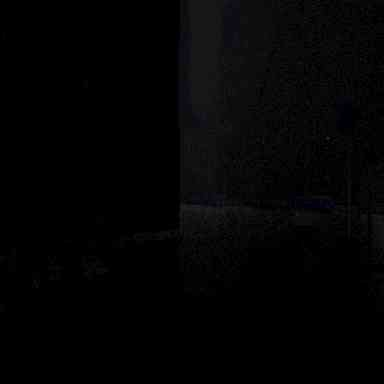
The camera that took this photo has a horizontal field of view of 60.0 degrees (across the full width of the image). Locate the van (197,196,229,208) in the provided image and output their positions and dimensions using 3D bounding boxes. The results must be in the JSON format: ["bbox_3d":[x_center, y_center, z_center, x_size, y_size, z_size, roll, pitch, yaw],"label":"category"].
[{"bbox_3d":[2.891,1.406,47.488,1.690,1.788,3.998,1,-1,-36],"label":"van"}]

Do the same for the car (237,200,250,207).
[{"bbox_3d":[9.841,1.762,52.462,1.887,1.381,4.507,1,-1,-36],"label":"car"}]

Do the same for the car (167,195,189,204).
[{"bbox_3d":[-3.061,1.617,70.407,2.192,1.841,5.009,1,-1,-36],"label":"car"}]

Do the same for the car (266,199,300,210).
[{"bbox_3d":[13.068,1.741,47.976,1.887,1.381,4.507,1,-1,-36],"label":"car"}]

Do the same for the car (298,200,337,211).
[{"bbox_3d":[16.294,1.720,43.491,1.887,1.381,4.507,1,-1,-36],"label":"car"}]

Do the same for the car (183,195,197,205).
[{"bbox_3d":[0.163,1.826,65.919,1.887,1.381,4.507,1,-1,-36],"label":"car"}]

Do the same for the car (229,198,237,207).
[{"bbox_3d":[6.516,1.764,57.085,1.752,1.417,4.829,1,-1,-36],"label":"car"}]

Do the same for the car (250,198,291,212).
[{"bbox_3d":[9.338,1.568,38.513,1.887,1.381,4.507,1,-1,-36],"label":"car"}]

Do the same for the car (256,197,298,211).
[{"bbox_3d":[10.562,1.492,41.573,1.882,1.535,5.008,1,-1,-36],"label":"car"}]

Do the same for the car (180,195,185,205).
[{"bbox_3d":[-3.560,1.689,56.458,1.802,1.307,4.206,1,-1,-36],"label":"car"}]

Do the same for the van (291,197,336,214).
[{"bbox_3d":[12.564,1.344,34.029,1.690,1.788,3.998,1,-1,-36],"label":"van"}]
